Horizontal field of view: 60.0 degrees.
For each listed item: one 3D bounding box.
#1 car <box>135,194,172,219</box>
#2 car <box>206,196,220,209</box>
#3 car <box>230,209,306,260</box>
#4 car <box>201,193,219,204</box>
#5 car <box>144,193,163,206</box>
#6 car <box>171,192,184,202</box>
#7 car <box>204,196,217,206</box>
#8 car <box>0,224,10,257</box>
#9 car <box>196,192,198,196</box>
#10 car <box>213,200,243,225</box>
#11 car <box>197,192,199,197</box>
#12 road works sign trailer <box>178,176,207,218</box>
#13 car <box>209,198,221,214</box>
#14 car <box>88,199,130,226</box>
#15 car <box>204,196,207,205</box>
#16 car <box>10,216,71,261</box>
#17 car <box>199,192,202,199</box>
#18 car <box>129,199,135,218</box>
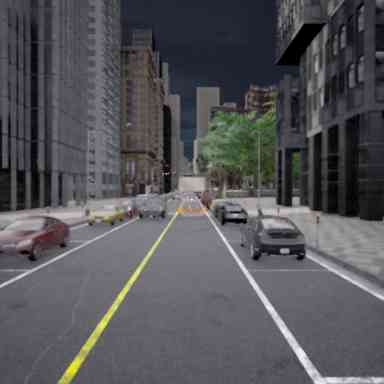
[{"bbox_3d":[-3.109,1.261,27.554,2.097,1.767,4.553,0,0,0],"label":"car"},{"bbox_3d":[2.745,1.412,34.190,1.752,1.417,4.829,0,0,0],"label":"car"},{"bbox_3d":[2.756,1.514,12.073,2.008,1.369,4.403,0,0,0],"label":"car"},{"bbox_3d":[2.740,1.164,44.992,2.192,1.841,5.009,0,0,0],"label":"car"},{"bbox_3d":[-5.788,1.143,50.489,2.192,1.841,5.009,0,0,0],"label":"car"},{"bbox_3d":[-3.034,1.226,68.245,1.812,1.442,4.674,0,0,0],"label":"car"},{"bbox_3d":[2.737,1.354,50.650,1.752,1.417,4.829,0,0,0],"label":"car"},{"bbox_3d":[-5.767,1.420,6.588,1.967,1.590,4.097,0,0,0],"label":"car"},{"bbox_3d":[2.717,1.203,93.499,1.947,1.339,4.313,0,0,0],"label":"car"},{"bbox_3d":[2.751,1.491,23.047,1.947,1.339,4.313,0,0,0],"label":"car"},{"bbox_3d":[2.730,1.081,66.940,2.192,1.841,5.009,0,0,0],"label":"car"},{"bbox_3d":[-0.015,0.369,28.823,2.380,3.560,2.880,0,0,0],"label":"road works sign trailer"},{"bbox_3d":[2.748,1.472,28.533,1.947,1.339,4.313,0,0,0],"label":"car"},{"bbox_3d":[-5.774,1.450,22.882,1.752,1.417,4.829,0,0,0],"label":"car"},{"bbox_3d":[2.743,1.450,39.506,1.802,1.307,4.206,0,0,0],"label":"car"},{"bbox_3d":[-5.769,1.544,12.077,1.802,1.307,4.206,0,0,0],"label":"car"},{"bbox_3d":[2.735,1.125,55.965,2.192,1.841,5.009,0,0,0],"label":"car"},{"bbox_3d":[-5.777,1.345,28.540,1.967,1.590,4.097,0,0,0],"label":"car"}]
